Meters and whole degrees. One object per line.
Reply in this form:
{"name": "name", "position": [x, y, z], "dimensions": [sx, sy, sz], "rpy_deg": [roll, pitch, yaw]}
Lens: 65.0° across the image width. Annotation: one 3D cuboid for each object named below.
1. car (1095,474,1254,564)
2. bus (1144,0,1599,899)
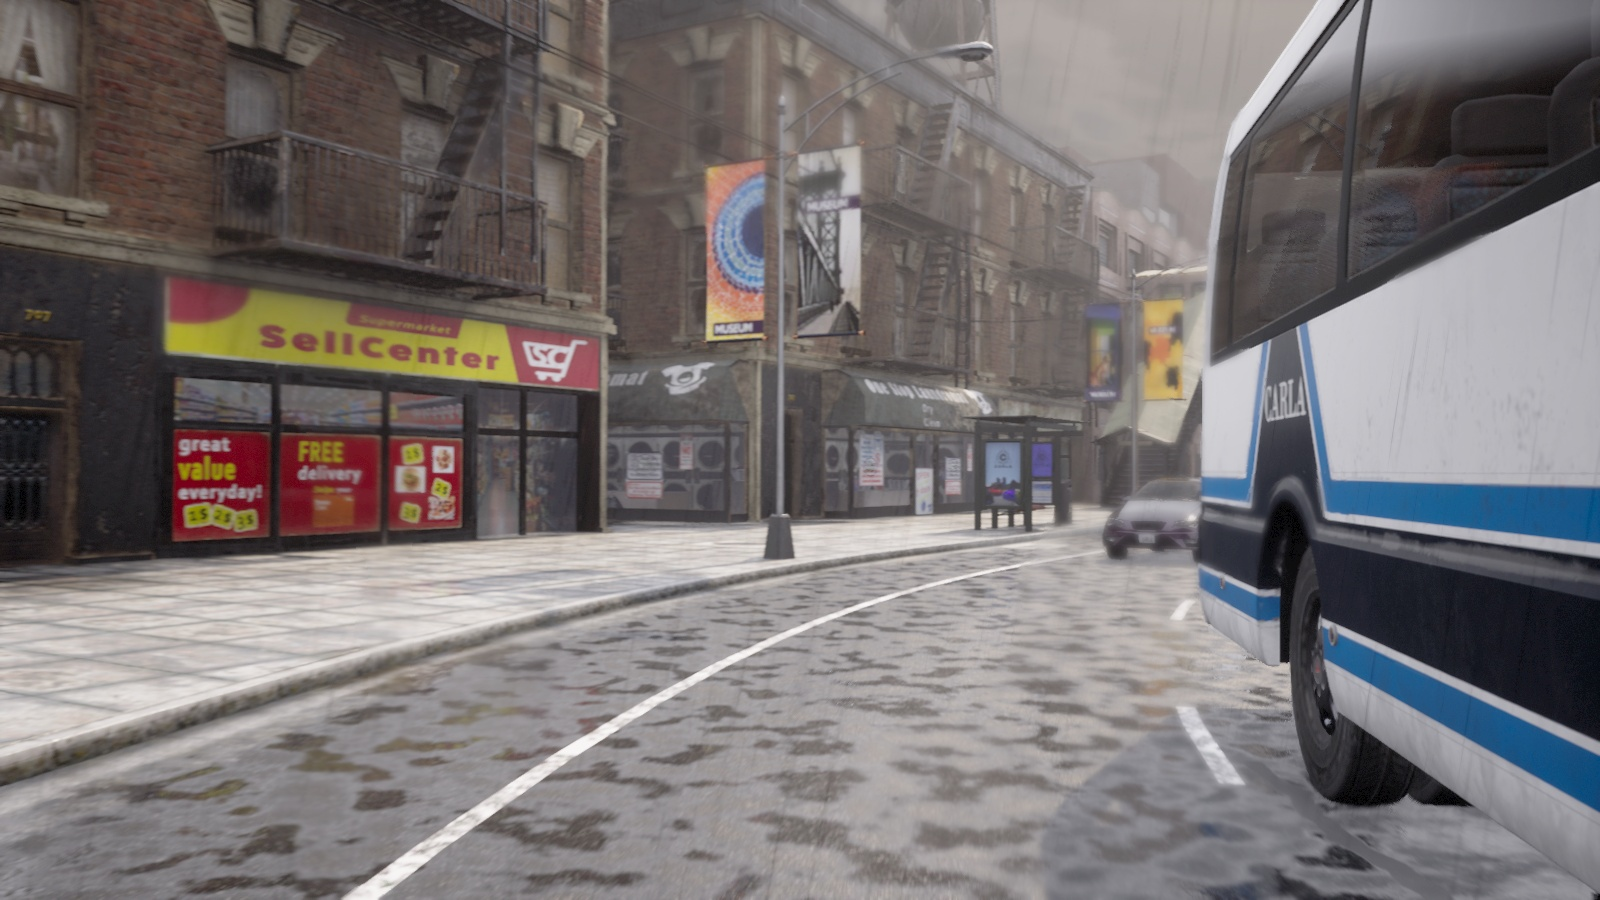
{"name": "car", "position": [7.007, 1.197, 23.196], "dimensions": [1.816, 1.474, 4.193], "rpy_deg": [-1, -1, 31]}
{"name": "bus", "position": [3.559, -0.518, 3.244], "dimensions": [3.944, 4.253, 10.273], "rpy_deg": [-1, -1, 9]}
